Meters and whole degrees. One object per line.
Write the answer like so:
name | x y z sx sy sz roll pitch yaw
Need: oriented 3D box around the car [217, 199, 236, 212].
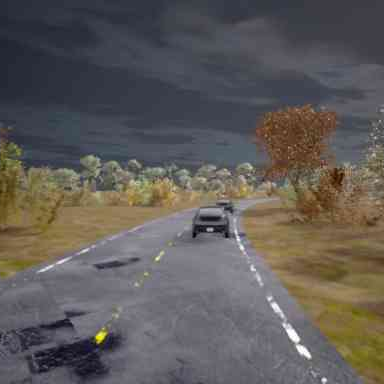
car | 3.549 1.473 35.690 1.837 1.490 4.892 0 0 10

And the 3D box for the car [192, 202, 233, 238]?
car | 1.051 1.492 17.818 1.837 1.490 4.892 0 0 5
